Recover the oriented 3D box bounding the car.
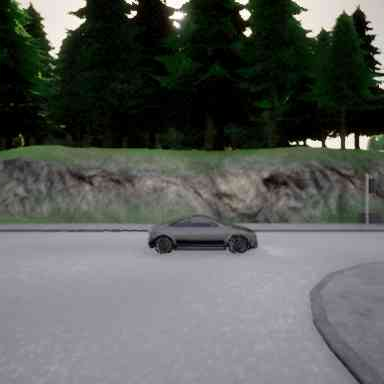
[{"bbox_3d":[0.384,1.569,12.842,4.181,1.385,1.994,0,0,0],"label":"car"}]
